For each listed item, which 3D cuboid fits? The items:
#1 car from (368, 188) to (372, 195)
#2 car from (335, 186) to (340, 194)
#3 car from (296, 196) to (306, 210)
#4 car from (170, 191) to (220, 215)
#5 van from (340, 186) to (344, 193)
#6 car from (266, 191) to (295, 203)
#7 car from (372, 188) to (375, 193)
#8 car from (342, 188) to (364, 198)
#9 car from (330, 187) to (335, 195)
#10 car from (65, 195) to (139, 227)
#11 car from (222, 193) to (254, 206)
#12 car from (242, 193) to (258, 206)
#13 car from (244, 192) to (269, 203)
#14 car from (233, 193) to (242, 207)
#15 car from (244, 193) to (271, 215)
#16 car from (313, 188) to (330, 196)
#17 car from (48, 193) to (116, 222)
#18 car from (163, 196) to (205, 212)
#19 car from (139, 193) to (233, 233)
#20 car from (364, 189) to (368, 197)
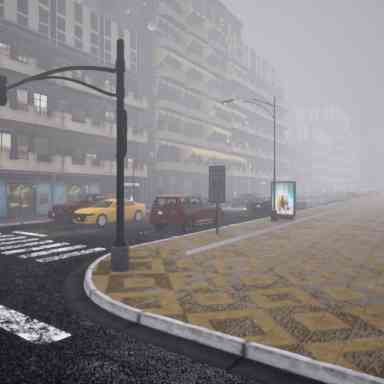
[{"bbox_3d":[34.798,0.096,67.737,1.887,1.381,4.507,1,2,35],"label":"car"},{"bbox_3d":[34.238,-0.239,81.565,1.967,1.590,4.097,2,2,35],"label":"car"},{"bbox_3d":[9.386,0.965,31.358,1.947,1.339,4.313,1,2,35],"label":"car"},{"bbox_3d":[0.371,0.879,28.586,2.097,1.767,4.553,0,1,35],"label":"car"},{"bbox_3d":[37.414,-0.446,86.109,1.690,1.788,3.998,2,2,35],"label":"van"},{"bbox_3d":[12.121,0.631,45.318,2.128,1.511,4.902,0,1,35],"label":"car"},{"bbox_3d":[37.974,-0.012,72.285,1.887,1.381,4.507,1,2,35],"label":"car"},{"bbox_3d":[28.445,0.309,58.643,1.887,1.381,4.507,1,2,35],"label":"car"},{"bbox_3d":[31.061,-0.027,77.022,1.887,1.381,4.507,2,2,35],"label":"car"},{"bbox_3d":[-5.016,1.180,20.867,1.882,1.535,5.008,0,1,34],"label":"car"},{"bbox_3d":[5.655,0.829,40.649,2.008,1.369,4.403,2,2,35],"label":"car"},{"bbox_3d":[6.903,0.969,32.350,1.994,1.385,4.181,0,1,35],"label":"car"},{"bbox_3d":[8.830,0.754,45.196,1.802,1.307,4.206,2,2,35],"label":"car"},{"bbox_3d":[6.114,0.843,36.795,1.837,1.490,4.892,0,1,35],"label":"car"},{"bbox_3d":[6.209,1.069,26.809,1.947,1.339,4.313,1,2,35],"label":"car"},{"bbox_3d":[27.885,-0.025,72.471,1.967,1.590,4.097,2,2,35],"label":"car"},{"bbox_3d":[-7.047,1.010,22.456,2.192,1.841,5.009,1,2,35],"label":"car"},{"bbox_3d":[-0.697,1.069,31.557,1.802,1.307,4.206,2,2,35],"label":"car"},{"bbox_3d":[-0.142,1.026,17.708,2.192,1.841,5.009,1,2,35],"label":"car"},{"bbox_3d":[31.622,0.098,63.187,1.967,1.590,4.097,1,2,35],"label":"car"}]
